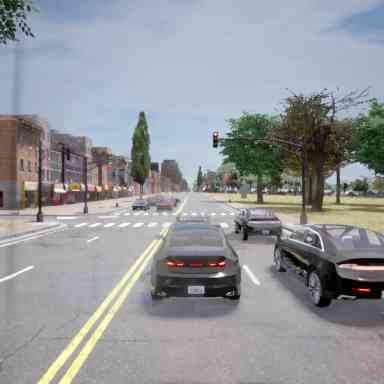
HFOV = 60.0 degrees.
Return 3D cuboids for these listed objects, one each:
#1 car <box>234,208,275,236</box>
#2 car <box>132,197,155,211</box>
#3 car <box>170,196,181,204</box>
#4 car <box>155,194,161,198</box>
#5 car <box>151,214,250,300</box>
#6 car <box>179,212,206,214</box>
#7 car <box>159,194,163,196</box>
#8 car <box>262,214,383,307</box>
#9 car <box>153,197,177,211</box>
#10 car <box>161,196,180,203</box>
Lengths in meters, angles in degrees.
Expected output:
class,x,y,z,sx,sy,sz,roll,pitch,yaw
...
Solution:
class,x,y,z,sx,sy,sz,roll,pitch,yaw
car,3.299,1.577,17.196,2.128,1.511,4.902,0,0,0
car,-6.593,1.657,43.770,2.033,1.411,5.357,0,0,0
car,-3.284,1.536,65.430,1.895,1.301,4.718,0,1,0
car,-6.586,1.545,53.591,1.837,1.490,4.892,0,1,0
car,0.082,1.531,8.428,1.837,1.490,4.892,0,0,0
car,0.053,1.689,17.733,1.895,1.301,4.718,0,0,0
car,-6.529,1.281,66.022,2.097,1.767,4.553,0,1,0
car,3.331,1.515,7.986,2.128,1.511,4.902,0,0,0
car,-3.346,1.717,42.045,1.895,1.301,4.718,0,0,0
car,-3.343,1.625,51.122,1.994,1.385,4.181,0,0,0
